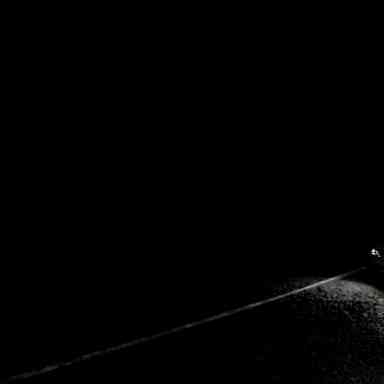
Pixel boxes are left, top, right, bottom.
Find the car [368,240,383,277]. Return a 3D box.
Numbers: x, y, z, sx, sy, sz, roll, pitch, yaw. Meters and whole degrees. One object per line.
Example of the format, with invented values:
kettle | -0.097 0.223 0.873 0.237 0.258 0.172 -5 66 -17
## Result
car | 6.589 1.504 9.216 4.674 1.442 1.812 0 1 -41
